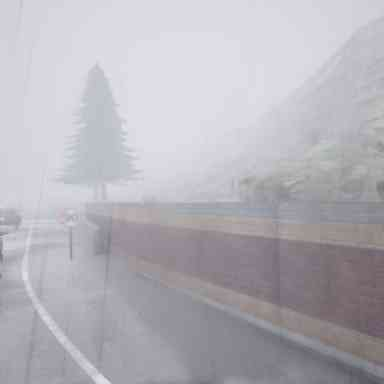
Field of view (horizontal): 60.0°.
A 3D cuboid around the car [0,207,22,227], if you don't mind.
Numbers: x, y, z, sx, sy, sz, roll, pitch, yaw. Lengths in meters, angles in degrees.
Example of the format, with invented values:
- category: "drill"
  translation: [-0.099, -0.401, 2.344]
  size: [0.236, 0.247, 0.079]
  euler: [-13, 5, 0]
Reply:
- category: "car"
  translation: [-13.658, 1.809, 24.375]
  size: [1.994, 1.385, 4.181]
  euler: [-1, 0, -25]

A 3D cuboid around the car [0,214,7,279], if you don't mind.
- category: "car"
  translation: [-6.680, 1.676, 9.878]
  size: [1.837, 1.490, 4.892]
  euler: [-1, 0, -28]
